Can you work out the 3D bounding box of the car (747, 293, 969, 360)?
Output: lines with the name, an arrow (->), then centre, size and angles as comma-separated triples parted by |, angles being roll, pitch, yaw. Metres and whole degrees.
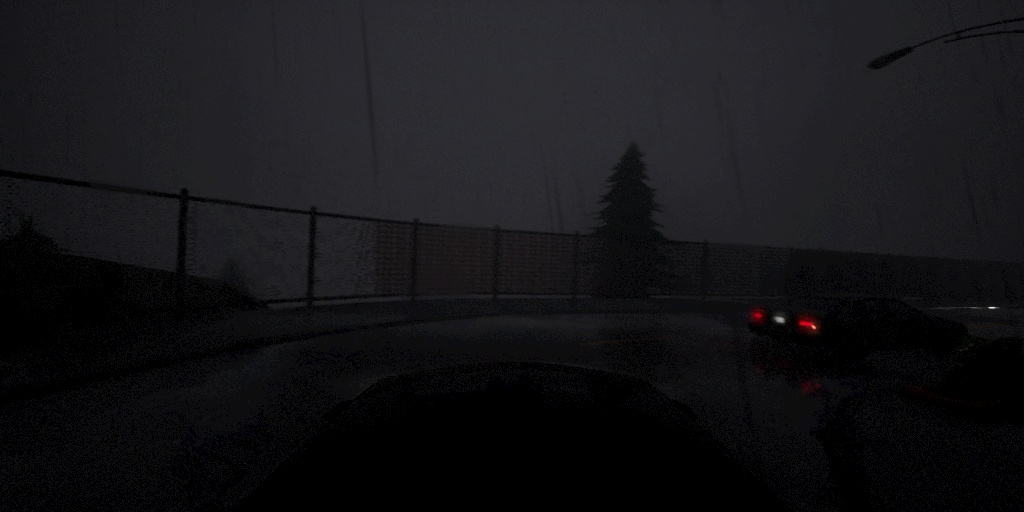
car -> 8.798, 1.674, 9.170 | 5.357, 1.411, 2.033 | 2, 0, -15
